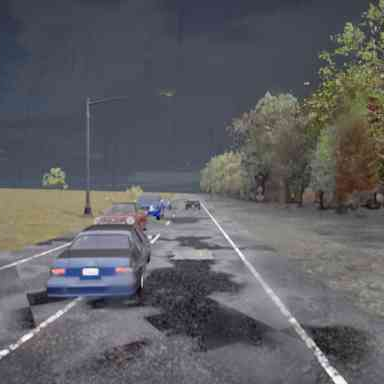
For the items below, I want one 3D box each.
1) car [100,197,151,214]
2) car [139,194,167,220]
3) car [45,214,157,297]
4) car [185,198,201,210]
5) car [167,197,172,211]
[{"bbox_3d":[-3.661,1.358,17.574,2.097,1.767,4.553,0,0,1],"label":"car"},{"bbox_3d":[-3.586,1.230,28.069,2.150,2.045,5.566,0,0,-1],"label":"car"},{"bbox_3d":[-2.111,1.551,8.766,2.033,1.411,5.357,0,0,-5],"label":"car"},{"bbox_3d":[0.129,1.512,43.500,1.837,1.490,4.892,0,0,0],"label":"car"},{"bbox_3d":[-3.574,1.359,41.437,2.097,1.767,4.553,0,0,-1],"label":"car"}]
